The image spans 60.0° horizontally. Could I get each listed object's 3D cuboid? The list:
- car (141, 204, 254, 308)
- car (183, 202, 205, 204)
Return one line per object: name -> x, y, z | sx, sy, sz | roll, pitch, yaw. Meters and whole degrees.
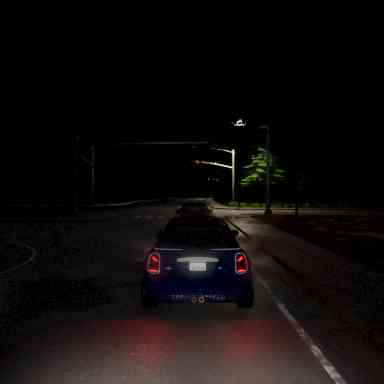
car -> 0.101, 1.347, 8.060 | 2.097, 1.767, 4.553 | 0, 0, 0
car -> 0.106, 1.338, 18.181 | 2.097, 1.767, 4.553 | 0, 0, 0
